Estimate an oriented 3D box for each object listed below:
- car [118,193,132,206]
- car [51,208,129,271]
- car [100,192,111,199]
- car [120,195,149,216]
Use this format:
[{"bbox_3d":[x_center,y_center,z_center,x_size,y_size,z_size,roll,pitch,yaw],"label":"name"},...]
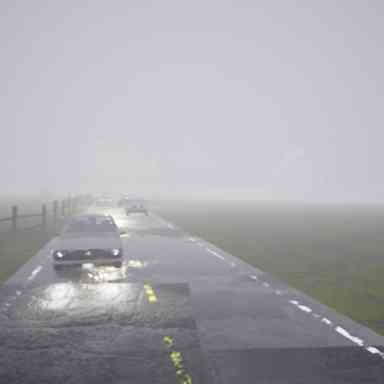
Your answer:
[{"bbox_3d":[-8.794,0.920,44.454,2.097,1.767,4.553,0,1,-14],"label":"car"},{"bbox_3d":[-3.244,1.430,10.868,2.033,1.411,5.357,0,0,-14],"label":"car"},{"bbox_3d":[-17.990,0.775,69.533,1.837,1.490,4.892,0,0,-14],"label":"car"},{"bbox_3d":[-4.931,1.272,29.246,2.033,1.411,5.357,0,0,-14],"label":"car"}]
